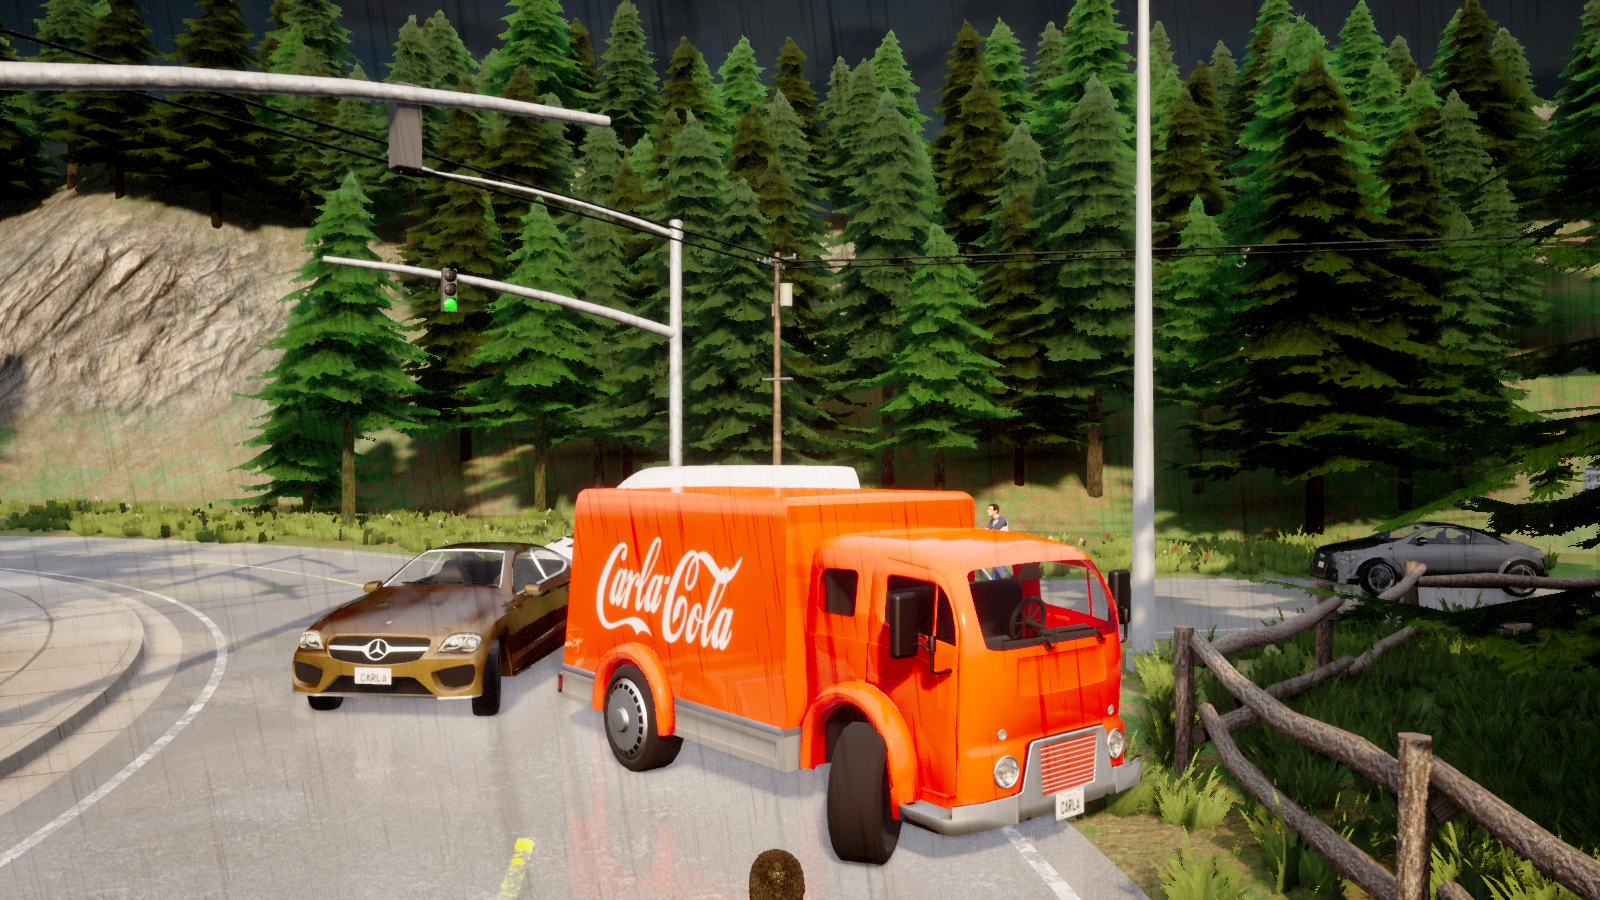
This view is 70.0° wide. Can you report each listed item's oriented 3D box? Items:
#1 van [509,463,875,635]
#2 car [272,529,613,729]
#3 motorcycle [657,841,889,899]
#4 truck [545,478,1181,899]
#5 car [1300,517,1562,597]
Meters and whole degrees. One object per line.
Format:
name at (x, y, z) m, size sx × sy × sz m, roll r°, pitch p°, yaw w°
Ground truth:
van at (-1.776, 1.528, 19.549) m, size 5.915 × 2.561 × 1.988 m, roll 0°, pitch 0°, yaw -27°
car at (-4.038, 1.970, 14.038) m, size 2.152 × 1.651 × 5.027 m, roll 0°, pitch 0°, yaw 6°
motorcycle at (-0.074, 2.159, 3.526) m, size 0.803 × 1.199 × 2.033 m, roll 0°, pitch 0°, yaw -2°
truck at (0.202, 1.542, 9.769) m, size 2.627 × 2.467 × 5.204 m, roll 0°, pitch 0°, yaw -39°
car at (12.589, 2.119, 23.051) m, size 4.181 × 1.385 × 1.994 m, roll 0°, pitch 0°, yaw 6°
